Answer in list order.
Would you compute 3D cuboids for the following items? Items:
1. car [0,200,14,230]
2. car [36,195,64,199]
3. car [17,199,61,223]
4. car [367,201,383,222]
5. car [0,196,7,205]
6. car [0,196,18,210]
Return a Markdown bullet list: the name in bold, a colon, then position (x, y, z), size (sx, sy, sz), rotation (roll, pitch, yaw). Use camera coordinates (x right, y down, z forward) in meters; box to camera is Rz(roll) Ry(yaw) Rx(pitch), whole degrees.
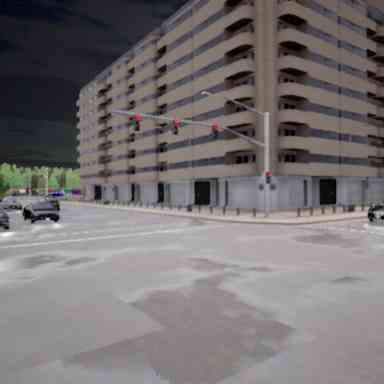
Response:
- **car**: position (-12.397, 1.486, 20.339), size (1.837, 1.490, 4.892), rotation (-1, 1, -35)
- **car**: position (-17.016, 1.401, 39.393), size (1.837, 1.490, 4.892), rotation (-1, 1, -35)
- **car**: position (-11.461, 1.485, 25.089), size (2.033, 1.411, 5.357), rotation (-1, 1, -35)
- **car**: position (13.688, 1.223, 22.338), size (4.902, 1.511, 2.128), rotation (-1, 1, -35)
- **car**: position (-30.581, 1.301, 52.390), size (2.033, 1.411, 5.357), rotation (-1, 1, -35)
- **car**: position (-20.976, 1.510, 38.600), size (1.994, 1.385, 4.181), rotation (-1, 1, -35)
